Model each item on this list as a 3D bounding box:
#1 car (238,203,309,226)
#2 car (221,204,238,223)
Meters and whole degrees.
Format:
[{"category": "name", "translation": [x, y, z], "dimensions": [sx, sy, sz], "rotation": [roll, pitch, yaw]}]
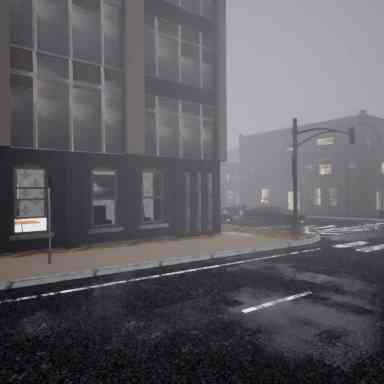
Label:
[{"category": "car", "translation": [6.500, 1.819, 26.517], "dimensions": [2.033, 1.411, 5.357], "rotation": [-1, 0, -36]}, {"category": "car", "translation": [1.619, 1.935, 28.506], "dimensions": [1.947, 1.339, 4.313], "rotation": [-2, 0, -37]}]
